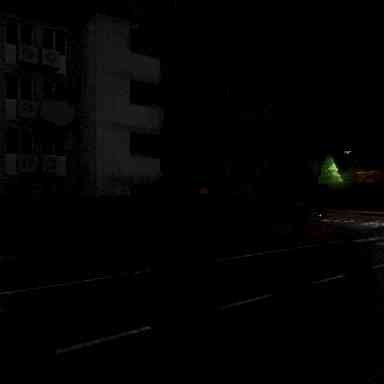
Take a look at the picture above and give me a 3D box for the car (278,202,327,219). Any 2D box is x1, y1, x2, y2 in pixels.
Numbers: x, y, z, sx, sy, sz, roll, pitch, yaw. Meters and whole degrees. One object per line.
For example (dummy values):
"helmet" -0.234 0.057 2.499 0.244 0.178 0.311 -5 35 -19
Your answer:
"car" 9.154 1.584 28.770 1.895 1.301 4.718 0 0 -35

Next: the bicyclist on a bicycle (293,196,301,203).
"bicyclist on a bicycle" 12.514 1.286 39.540 1.656 1.620 0.582 0 0 -36
